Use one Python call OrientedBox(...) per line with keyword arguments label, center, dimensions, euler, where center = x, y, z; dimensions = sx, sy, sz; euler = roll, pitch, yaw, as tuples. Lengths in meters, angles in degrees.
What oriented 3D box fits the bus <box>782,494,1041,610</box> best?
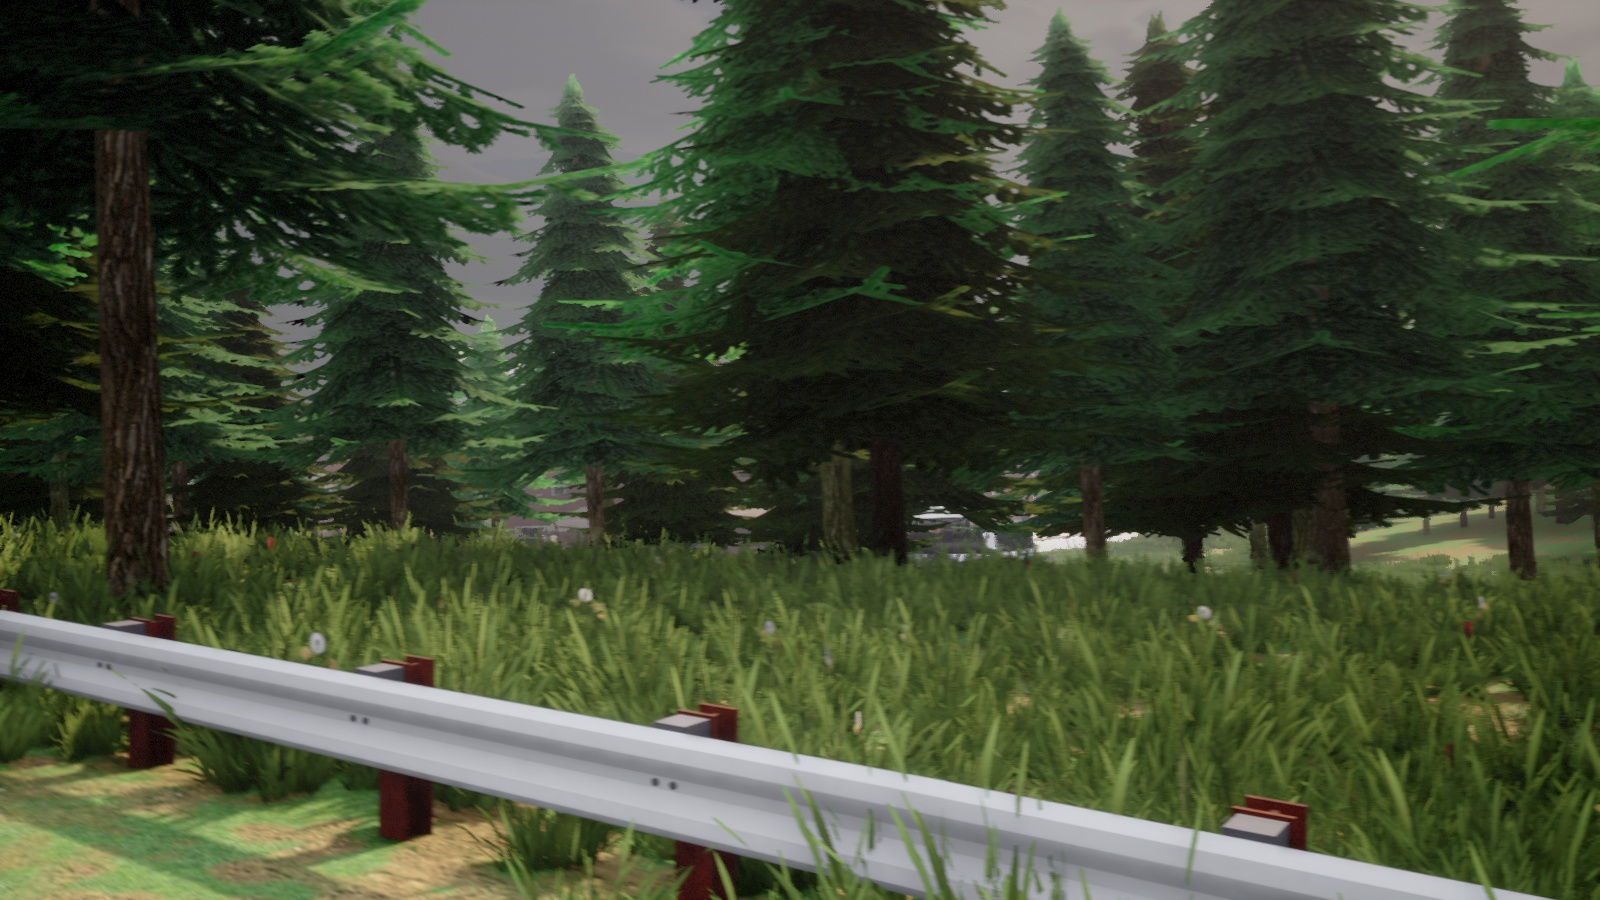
OrientedBox(label="bus", center=(4.489, 4.332, 52.873), dimensions=(10.273, 4.253, 3.944), euler=(-6, -2, 42))
